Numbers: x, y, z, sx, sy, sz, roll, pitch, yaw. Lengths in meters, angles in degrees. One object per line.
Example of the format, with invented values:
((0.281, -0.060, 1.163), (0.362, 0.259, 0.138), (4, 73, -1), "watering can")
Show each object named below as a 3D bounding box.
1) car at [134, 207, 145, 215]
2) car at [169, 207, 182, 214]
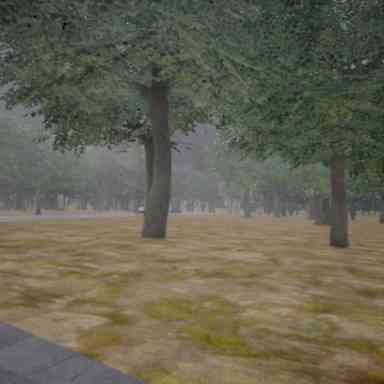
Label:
((-8.704, 3.482, 61.296), (1.812, 1.442, 4.674), (0, -3, 29), "car")
((-4.077, 3.885, 70.042), (2.033, 1.411, 5.357), (0, -3, 28), "car")
